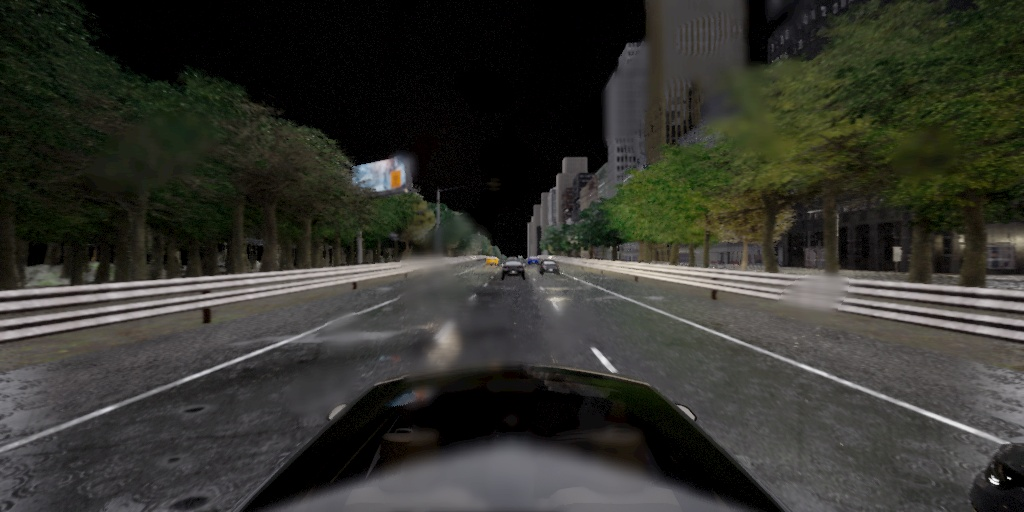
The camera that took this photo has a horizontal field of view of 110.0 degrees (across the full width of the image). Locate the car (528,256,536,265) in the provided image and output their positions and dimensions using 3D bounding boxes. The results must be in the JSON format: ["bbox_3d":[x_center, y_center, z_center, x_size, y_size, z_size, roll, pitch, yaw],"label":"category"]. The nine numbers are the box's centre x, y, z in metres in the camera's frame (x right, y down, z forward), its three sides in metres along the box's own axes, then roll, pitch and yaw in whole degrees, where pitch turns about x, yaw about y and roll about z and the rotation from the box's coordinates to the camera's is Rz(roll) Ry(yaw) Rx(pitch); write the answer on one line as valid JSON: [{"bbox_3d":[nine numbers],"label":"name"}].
[{"bbox_3d":[3.626,0.782,62.672,1.882,1.535,5.008,0,1,0],"label":"car"}]

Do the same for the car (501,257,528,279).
[{"bbox_3d":[0.112,1.088,30.559,1.882,1.535,5.008,0,0,0],"label":"car"}]

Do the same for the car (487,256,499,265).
[{"bbox_3d":[-3.373,0.782,62.666,1.882,1.535,5.008,0,1,0],"label":"car"}]

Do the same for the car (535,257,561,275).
[{"bbox_3d":[3.615,1.098,35.666,1.812,1.442,4.674,0,0,0],"label":"car"}]
